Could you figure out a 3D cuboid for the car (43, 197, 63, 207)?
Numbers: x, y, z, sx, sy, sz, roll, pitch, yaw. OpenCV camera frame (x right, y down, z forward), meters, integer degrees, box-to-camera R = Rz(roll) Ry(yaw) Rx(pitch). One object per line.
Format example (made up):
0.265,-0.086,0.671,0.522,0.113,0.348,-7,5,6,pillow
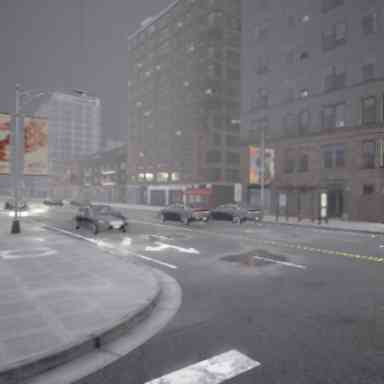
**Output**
-21.379,1.479,51.033,2.033,1.411,5.357,1,0,-37,car

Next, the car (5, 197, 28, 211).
-20.720,1.393,39.191,2.128,1.511,4.902,1,0,-37,car

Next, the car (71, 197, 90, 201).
-17.214,1.519,50.926,2.033,1.411,5.357,1,0,-37,car

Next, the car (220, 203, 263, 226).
2.958,1.588,24.456,2.128,1.511,4.902,1,0,-37,car

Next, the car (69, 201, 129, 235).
-5.287,1.490,18.856,2.128,1.511,4.902,1,0,-37,car

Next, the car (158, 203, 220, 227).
-0.636,1.550,23.809,2.128,1.511,4.902,1,0,-37,car
